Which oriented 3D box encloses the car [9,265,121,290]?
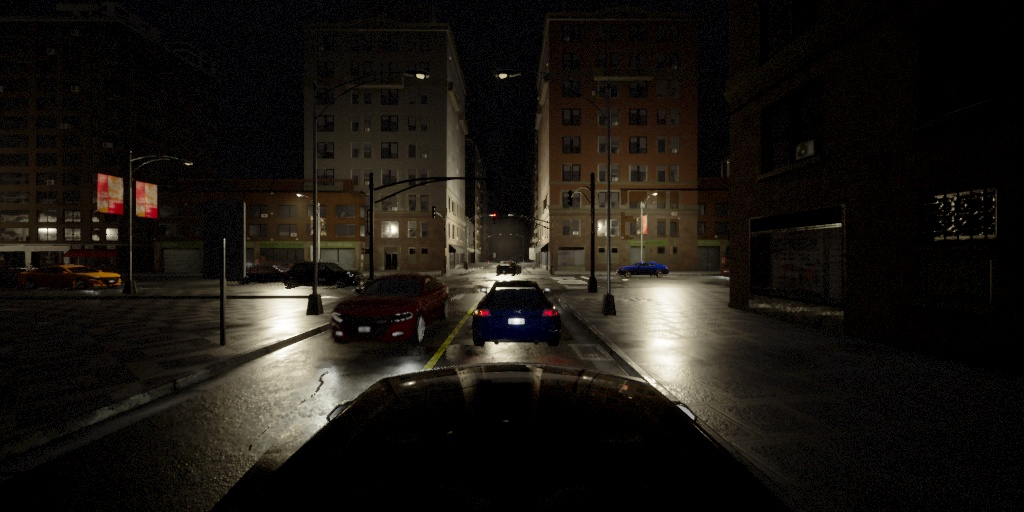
[{"bbox_3d":[-27.760,1.326,22.612,5.008,1.535,1.882,0,0,0],"label":"car"}]

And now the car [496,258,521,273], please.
[{"bbox_3d":[-0.274,1.247,35.810,2.128,1.511,4.902,0,0,11],"label":"car"}]

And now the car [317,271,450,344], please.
[{"bbox_3d":[-2.979,1.227,9.796,1.882,1.535,5.008,0,0,1],"label":"car"}]

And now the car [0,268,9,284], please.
[{"bbox_3d":[-35.301,1.473,25.828,4.718,1.301,1.895,0,0,0],"label":"car"}]

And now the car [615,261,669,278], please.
[{"bbox_3d":[11.856,1.217,32.753,4.674,1.442,1.812,0,0,0],"label":"car"}]

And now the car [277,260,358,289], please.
[{"bbox_3d":[-11.761,1.139,22.686,4.553,1.767,2.097,0,0,0],"label":"car"}]

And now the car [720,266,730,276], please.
[{"bbox_3d":[21.493,1.223,32.807,4.181,1.385,1.994,0,0,-1],"label":"car"}]

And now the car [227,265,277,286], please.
[{"bbox_3d":[-17.408,1.357,25.910,5.357,1.411,2.033,0,0,0],"label":"car"}]

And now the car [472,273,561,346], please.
[{"bbox_3d":[0.096,1.314,9.387,1.994,1.385,4.181,0,0,0],"label":"car"}]
